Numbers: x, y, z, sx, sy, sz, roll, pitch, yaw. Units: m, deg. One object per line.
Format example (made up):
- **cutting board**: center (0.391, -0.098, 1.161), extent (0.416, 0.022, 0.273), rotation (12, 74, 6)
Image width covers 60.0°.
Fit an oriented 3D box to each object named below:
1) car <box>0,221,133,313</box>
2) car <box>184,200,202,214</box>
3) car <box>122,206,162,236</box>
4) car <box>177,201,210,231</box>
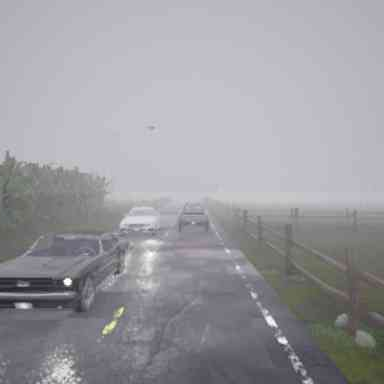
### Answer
- **car**: center (-2.825, 1.614, 7.800), extent (1.895, 1.301, 4.718), rotation (0, 0, 0)
- **car**: center (0.095, 1.664, 37.496), extent (1.895, 1.301, 4.718), rotation (0, 0, 0)
- **car**: center (-2.749, 1.558, 18.693), extent (1.812, 1.442, 4.674), rotation (0, 0, 0)
- **car**: center (0.090, 1.528, 20.867), extent (2.128, 1.511, 4.902), rotation (0, 0, 0)
